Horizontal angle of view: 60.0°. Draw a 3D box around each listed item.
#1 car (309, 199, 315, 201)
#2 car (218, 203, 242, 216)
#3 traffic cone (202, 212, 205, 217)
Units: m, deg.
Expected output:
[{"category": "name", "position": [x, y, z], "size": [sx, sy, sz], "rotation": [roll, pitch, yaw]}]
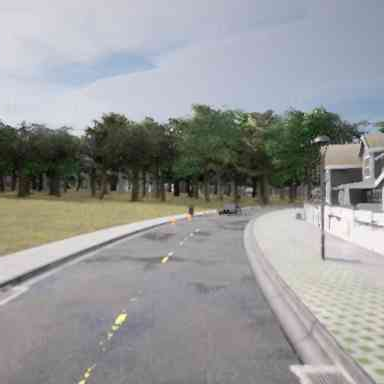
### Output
[{"category": "car", "position": [27.471, 2.430, 77.690], "size": [1.882, 1.535, 5.008], "rotation": [-1, -2, 39]}, {"category": "car", "position": [4.282, 1.939, 37.102], "size": [1.994, 1.385, 4.181], "rotation": [-1, -1, 19]}, {"category": "traffic cone", "position": [1.235, 2.303, 34.783], "size": [0.340, 0.580, 0.340], "rotation": [0, -1, 17]}]
